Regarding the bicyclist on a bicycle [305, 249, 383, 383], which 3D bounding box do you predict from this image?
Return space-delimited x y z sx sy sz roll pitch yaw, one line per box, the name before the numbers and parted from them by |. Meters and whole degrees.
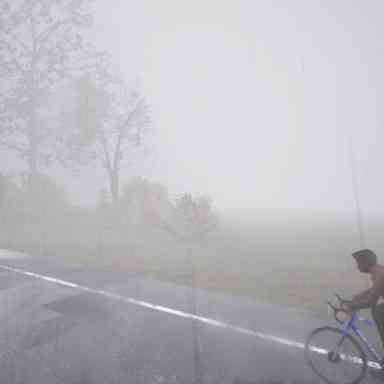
bicyclist on a bicycle | 2.045 1.456 3.596 1.656 1.620 0.582 -1 0 36
